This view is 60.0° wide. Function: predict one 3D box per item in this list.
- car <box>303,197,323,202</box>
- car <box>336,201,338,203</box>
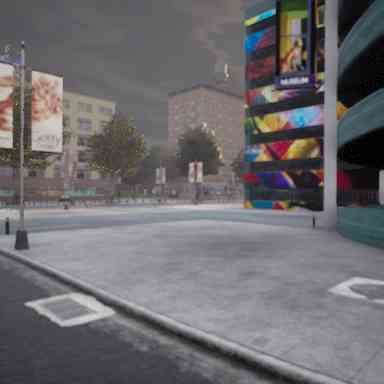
[{"bbox_3d":[14.817,1.373,39.639,4.674,1.452,2.002,0,0,-44],"label":"car"},{"bbox_3d":[20.676,1.491,51.103,4.786,1.482,2.161,0,0,-44],"label":"car"}]
